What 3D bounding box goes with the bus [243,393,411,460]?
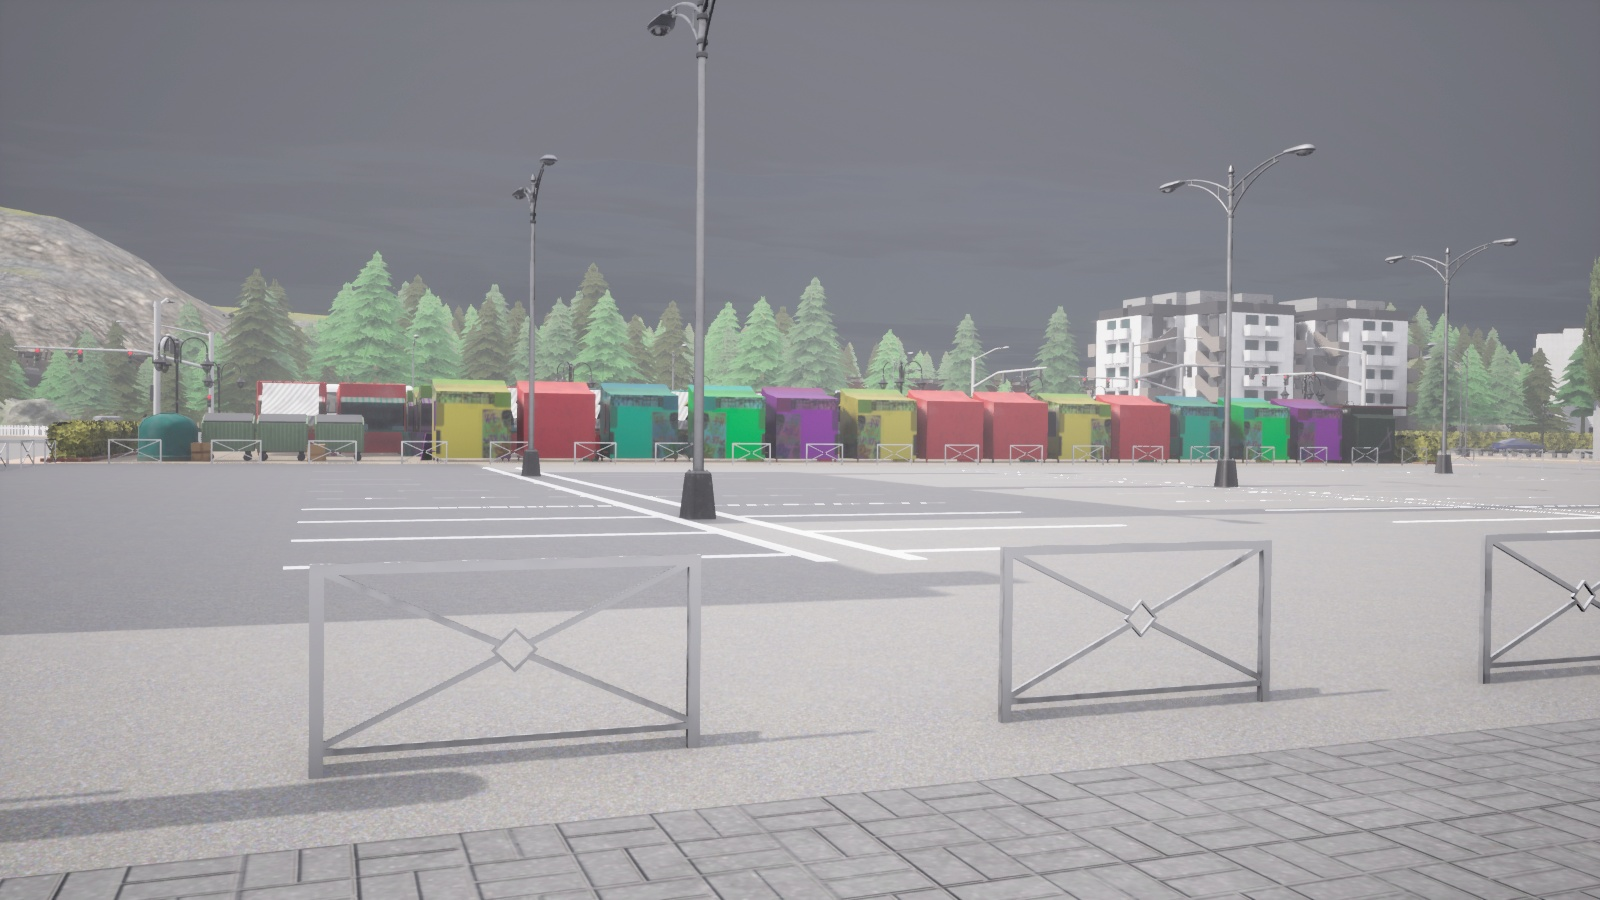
[{"bbox_3d":[-31.637,-1.609,84.334,10.273,4.253,3.944,-1,1,-21],"label":"bus"}]
